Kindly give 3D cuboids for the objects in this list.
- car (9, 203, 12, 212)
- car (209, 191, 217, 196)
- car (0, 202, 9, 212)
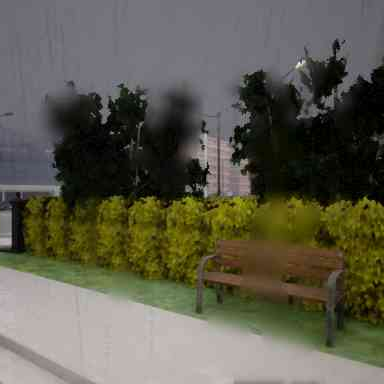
[{"bbox_3d":[-16.631,1.480,35.836,1.812,1.442,4.674,0,0,35],"label":"car"},{"bbox_3d":[4.033,0.560,71.248,2.097,1.767,4.553,0,1,35],"label":"car"},{"bbox_3d":[-19.755,1.518,37.473,1.994,1.385,4.181,0,1,35],"label":"car"}]
